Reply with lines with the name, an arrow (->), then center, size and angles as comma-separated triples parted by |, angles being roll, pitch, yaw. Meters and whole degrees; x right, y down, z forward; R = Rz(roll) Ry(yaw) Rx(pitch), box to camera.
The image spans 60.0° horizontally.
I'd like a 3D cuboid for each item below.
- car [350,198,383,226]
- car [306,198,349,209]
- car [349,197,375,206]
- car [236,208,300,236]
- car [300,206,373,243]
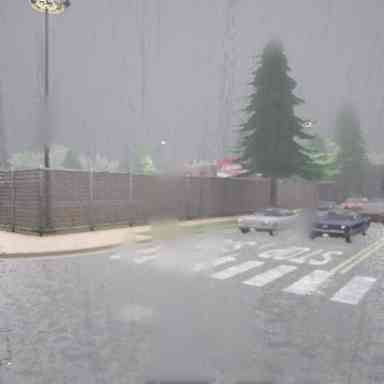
car -> 12.900, 1.413, 23.360 | 1.882, 1.535, 5.008 | 0, 0, 38
car -> 10.042, 1.420, 25.386 | 2.128, 1.511, 4.902 | 0, 0, 39
car -> 16.353, 1.260, 33.217 | 2.097, 1.767, 4.553 | 0, 0, 39
car -> 4.346, 1.548, 18.249 | 1.895, 1.301, 4.718 | 0, 0, 39
car -> 7.140, 1.556, 16.138 | 1.895, 1.301, 4.718 | 0, 0, 39
